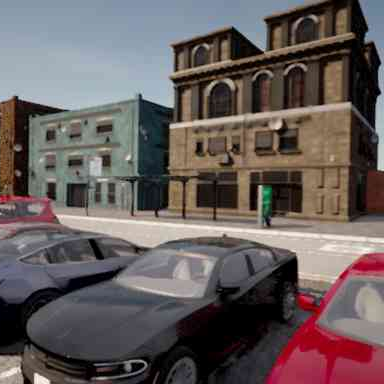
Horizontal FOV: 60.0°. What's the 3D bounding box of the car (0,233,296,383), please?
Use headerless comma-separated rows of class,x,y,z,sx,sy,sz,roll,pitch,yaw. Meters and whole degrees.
car,0.076,1.486,5.098,2.097,1.535,5.008,0,0,35

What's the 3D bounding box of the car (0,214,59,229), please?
car,-4.463,1.516,8.331,2.002,1.452,4.674,0,0,35

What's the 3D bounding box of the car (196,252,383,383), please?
car,2.348,1.479,3.479,2.097,1.535,5.008,0,0,35

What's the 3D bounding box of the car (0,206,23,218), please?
car,-8.993,1.448,11.565,2.097,1.535,5.008,0,0,35

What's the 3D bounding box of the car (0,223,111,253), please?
car,-2.179,1.515,6.736,2.163,1.488,4.792,0,0,35
